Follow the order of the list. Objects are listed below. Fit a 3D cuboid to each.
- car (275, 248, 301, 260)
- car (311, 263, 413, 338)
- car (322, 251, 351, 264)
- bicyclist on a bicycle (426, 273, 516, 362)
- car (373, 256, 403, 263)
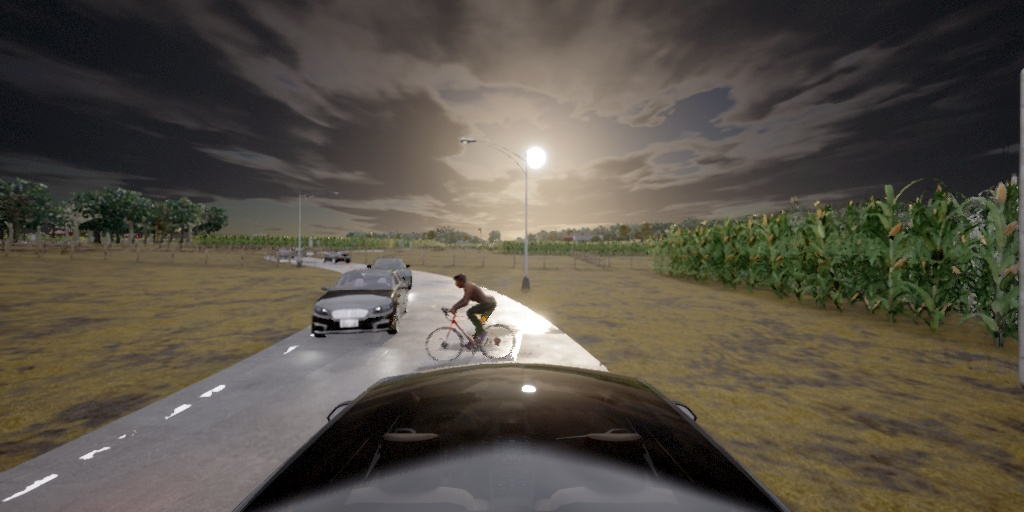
[{"bbox_3d":[-31.452,-0.190,49.709,2.033,1.411,5.357,0,2,-42],"label":"car"},{"bbox_3d":[-3.950,1.126,9.968,2.128,1.511,4.902,0,1,-12],"label":"car"},{"bbox_3d":[-21.998,0.139,44.829,4.892,1.490,1.837,3,2,40],"label":"car"},{"bbox_3d":[-0.763,1.139,6.579,1.656,1.620,0.582,-2,1,-7],"label":"bicyclist on a bicycle"},{"bbox_3d":[-6.693,0.833,19.481,2.097,1.767,4.553,0,1,-22],"label":"car"}]
